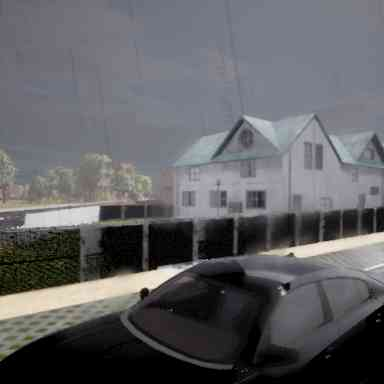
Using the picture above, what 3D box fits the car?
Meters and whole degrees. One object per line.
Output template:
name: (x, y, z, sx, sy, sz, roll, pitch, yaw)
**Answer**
car: (0.574, 1.496, 3.537, 5.008, 1.535, 1.882, 0, 0, -39)
